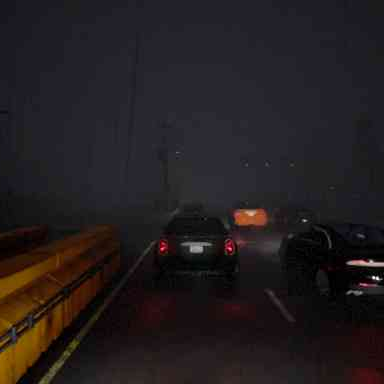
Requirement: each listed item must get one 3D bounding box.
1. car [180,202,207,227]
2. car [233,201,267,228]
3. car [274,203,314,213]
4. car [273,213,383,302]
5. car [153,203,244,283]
[{"bbox_3d":[0.105,1.560,24.437,1.837,1.490,4.892,0,0,0],"label":"car"},{"bbox_3d":[3.605,1.402,22.440,2.097,1.767,4.553,0,0,0],"label":"car"},{"bbox_3d":[7.105,1.558,23.408,1.837,1.490,4.892,0,0,0],"label":"car"},{"bbox_3d":[3.602,1.510,8.283,2.128,1.511,4.902,0,0,0],"label":"car"},{"bbox_3d":[0.103,1.375,9.936,2.097,1.767,4.553,0,0,0],"label":"car"}]
